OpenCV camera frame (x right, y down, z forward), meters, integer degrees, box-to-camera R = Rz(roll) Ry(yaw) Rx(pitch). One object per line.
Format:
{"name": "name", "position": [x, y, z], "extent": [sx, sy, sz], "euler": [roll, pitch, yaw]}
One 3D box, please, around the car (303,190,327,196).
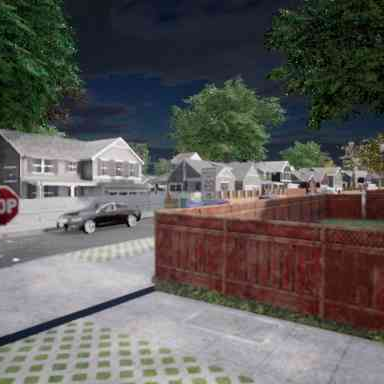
{"name": "car", "position": [14.532, 0.808, 40.481], "extent": [1.994, 1.385, 4.181], "euler": [0, 1, 36]}

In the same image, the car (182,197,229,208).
{"name": "car", "position": [1.143, 1.063, 26.399], "extent": [1.882, 1.535, 5.008], "euler": [0, 1, 35]}

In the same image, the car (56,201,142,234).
{"name": "car", "position": [-4.833, 1.262, 17.861], "extent": [2.128, 1.511, 4.902], "euler": [0, 1, 35]}

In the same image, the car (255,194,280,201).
{"name": "car", "position": [8.470, 0.919, 36.849], "extent": [1.994, 1.385, 4.181], "euler": [0, 1, 35]}

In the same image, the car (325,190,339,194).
{"name": "car", "position": [20.156, 0.417, 48.604], "extent": [2.097, 1.767, 4.553], "euler": [0, 1, 35]}
